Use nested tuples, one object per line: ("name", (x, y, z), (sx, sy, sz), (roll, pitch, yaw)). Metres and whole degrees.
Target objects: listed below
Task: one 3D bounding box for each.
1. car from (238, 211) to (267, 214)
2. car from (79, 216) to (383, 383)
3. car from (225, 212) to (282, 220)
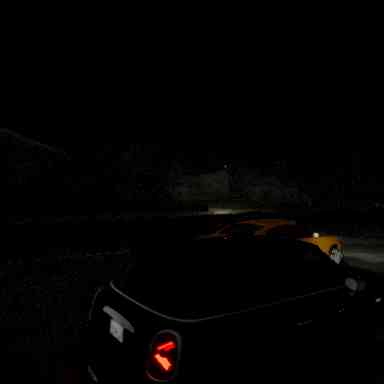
("car", (3.184, 1.583, 14.613), (5.008, 1.535, 1.882), (1, -1, -35))
("car", (0.997, 1.378, 4.457), (4.553, 1.767, 2.097), (1, 0, -35))
("car", (2.428, 1.539, 9.776), (5.008, 1.535, 1.882), (1, 0, -35))
